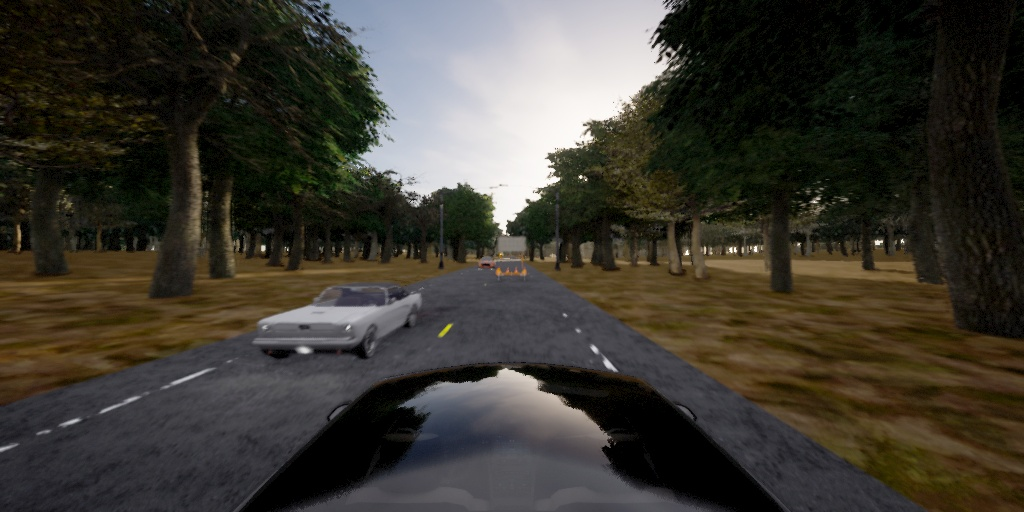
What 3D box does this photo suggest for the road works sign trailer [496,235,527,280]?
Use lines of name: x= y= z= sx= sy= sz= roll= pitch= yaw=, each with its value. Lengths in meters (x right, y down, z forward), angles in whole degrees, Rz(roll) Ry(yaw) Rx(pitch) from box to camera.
road works sign trailer: x=-0.016 y=0.092 z=29.063 sx=2.380 sy=3.560 sz=2.880 roll=0 pitch=0 yaw=0

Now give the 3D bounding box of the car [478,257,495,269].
car: x=-3.549 y=0.895 z=51.074 sx=2.097 sy=1.767 sz=4.553 roll=0 pitch=0 yaw=1

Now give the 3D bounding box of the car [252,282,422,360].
car: x=-3.598 y=1.320 z=8.421 sx=1.895 sy=1.301 sz=4.718 roll=0 pitch=0 yaw=0
